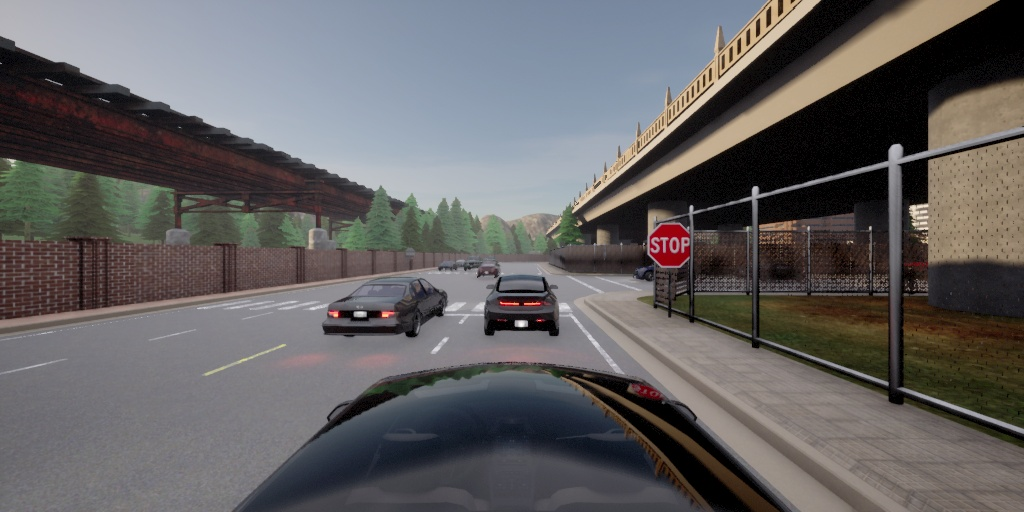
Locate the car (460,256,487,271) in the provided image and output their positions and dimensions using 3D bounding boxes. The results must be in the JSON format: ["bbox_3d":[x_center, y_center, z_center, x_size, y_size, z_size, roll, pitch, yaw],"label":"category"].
[{"bbox_3d":[-5.107,0.971,48.782,2.150,2.045,5.566,0,0,3],"label":"car"}]

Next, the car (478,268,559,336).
[{"bbox_3d":[0.291,1.255,10.381,1.837,1.490,4.892,0,0,2],"label":"car"}]

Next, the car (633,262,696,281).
[{"bbox_3d":[12.166,1.102,28.868,4.553,1.767,2.097,0,0,2],"label":"car"}]

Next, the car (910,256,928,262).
[{"bbox_3d":[36.999,0.970,31.496,5.566,2.045,2.150,0,0,2],"label":"car"}]

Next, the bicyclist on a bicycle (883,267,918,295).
[{"bbox_3d":[19.085,1.051,17.639,0.582,1.620,1.656,0,0,2],"label":"bicyclist on a bicycle"}]

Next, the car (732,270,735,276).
[{"bbox_3d":[22.305,1.254,32.016,4.892,1.490,1.837,0,0,2],"label":"car"}]

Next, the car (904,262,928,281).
[{"bbox_3d":[33.456,1.351,28.125,4.718,1.301,1.895,0,0,2],"label":"car"}]

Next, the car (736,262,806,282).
[{"bbox_3d":[20.801,1.314,28.564,4.181,1.385,1.994,0,0,2],"label":"car"}]

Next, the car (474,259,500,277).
[{"bbox_3d":[-2.137,1.276,34.023,1.812,1.442,4.674,0,0,3],"label":"car"}]

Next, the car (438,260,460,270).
[{"bbox_3d":[-8.609,1.297,48.759,2.033,1.411,5.357,0,0,3],"label":"car"}]

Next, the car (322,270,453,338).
[{"bbox_3d":[-3.193,1.297,10.201,2.033,1.411,5.357,0,0,1],"label":"car"}]

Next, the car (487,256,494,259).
[{"bbox_3d":[-4.673,1.102,58.421,2.097,1.767,4.553,0,0,3],"label":"car"}]
